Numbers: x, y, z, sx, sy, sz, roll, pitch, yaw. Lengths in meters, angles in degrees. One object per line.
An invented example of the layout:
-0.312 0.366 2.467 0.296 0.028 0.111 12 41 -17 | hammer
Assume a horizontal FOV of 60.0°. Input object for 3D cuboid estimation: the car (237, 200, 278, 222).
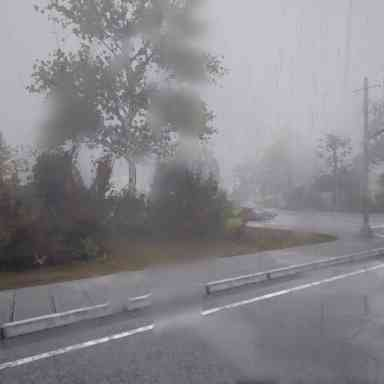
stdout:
4.379 1.485 27.508 2.097 1.767 4.553 0 -1 -40 | car
